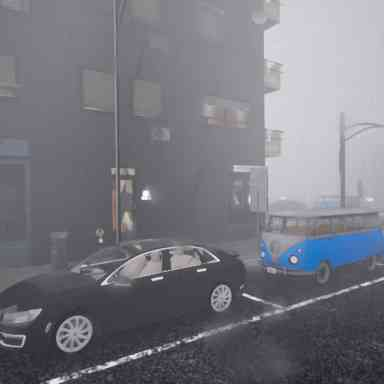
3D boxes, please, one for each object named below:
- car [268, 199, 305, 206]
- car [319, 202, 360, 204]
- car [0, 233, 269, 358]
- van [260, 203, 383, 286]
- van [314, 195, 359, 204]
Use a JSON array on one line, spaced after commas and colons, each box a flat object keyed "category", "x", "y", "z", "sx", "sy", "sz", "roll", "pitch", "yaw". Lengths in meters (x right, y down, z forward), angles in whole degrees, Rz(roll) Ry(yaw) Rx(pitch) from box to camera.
[{"category": "car", "x": 9.676, "y": 1.400, "z": 34.284, "sx": 1.947, "sy": 1.339, "sz": 4.313, "roll": -1, "pitch": 1, "yaw": -35}, {"category": "car", "x": 11.197, "y": 1.567, "z": 22.039, "sx": 1.895, "sy": 1.301, "sz": 4.718, "roll": -1, "pitch": 1, "yaw": -35}, {"category": "car", "x": -0.960, "y": 1.550, "z": 5.883, "sx": 4.403, "sy": 1.369, "sz": 2.008, "roll": 0, "pitch": -1, "yaw": -35}, {"category": "van", "x": 3.602, "y": 1.339, "z": 9.133, "sx": 3.998, "sy": 1.788, "sz": 1.690, "roll": 0, "pitch": -1, "yaw": -35}, {"category": "van", "x": 12.850, "y": 1.201, "z": 29.763, "sx": 1.690, "sy": 1.788, "sz": 3.998, "roll": -1, "pitch": 1, "yaw": -35}]
